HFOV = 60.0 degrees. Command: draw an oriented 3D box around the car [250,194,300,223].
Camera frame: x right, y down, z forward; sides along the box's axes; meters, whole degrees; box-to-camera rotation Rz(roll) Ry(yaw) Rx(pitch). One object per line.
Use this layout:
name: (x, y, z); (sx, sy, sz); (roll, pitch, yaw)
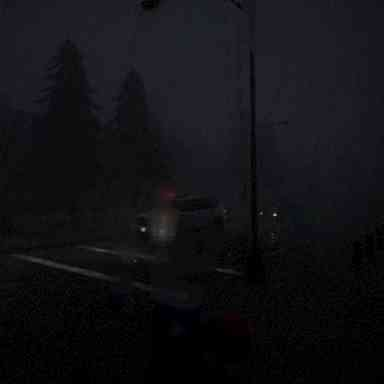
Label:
car: (6.528, 1.147, 25.582); (2.150, 2.045, 5.566); (-1, 0, 37)

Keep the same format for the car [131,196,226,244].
car: (-0.431, 1.230, 16.451); (2.150, 2.045, 5.566); (-1, 0, 37)
